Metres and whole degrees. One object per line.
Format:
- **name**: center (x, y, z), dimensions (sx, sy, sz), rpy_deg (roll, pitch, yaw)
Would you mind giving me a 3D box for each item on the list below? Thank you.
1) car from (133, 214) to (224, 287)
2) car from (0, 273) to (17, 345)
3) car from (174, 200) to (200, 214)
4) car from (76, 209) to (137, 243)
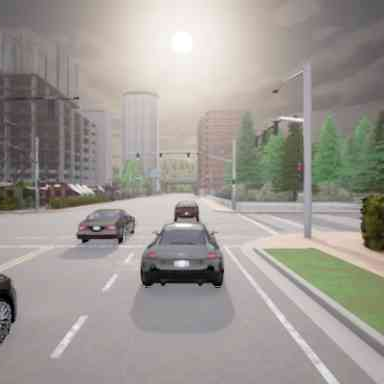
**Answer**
- **car**: center (-0.201, 1.533, 9.281), dimensions (1.994, 1.385, 4.181), rpy_deg (0, 0, 1)
- **car**: center (-3.656, 1.487, 3.283), dimensions (2.128, 1.511, 4.902), rpy_deg (0, 0, 0)
- **car**: center (-0.365, 1.389, 26.415), dimensions (1.882, 1.535, 5.008), rpy_deg (0, 0, 1)
- **car**: center (-3.891, 1.500, 15.893), dimensions (2.033, 1.411, 5.357), rpy_deg (0, 0, -1)
